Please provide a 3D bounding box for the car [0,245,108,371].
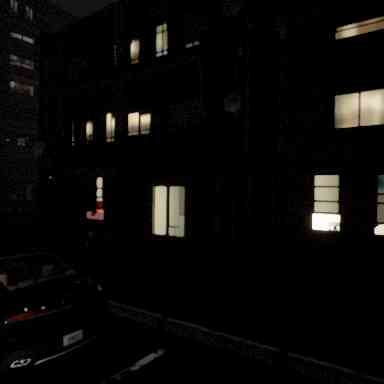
[{"bbox_3d":[-3.226,1.533,5.323,4.403,1.369,2.008,0,1,36],"label":"car"}]
